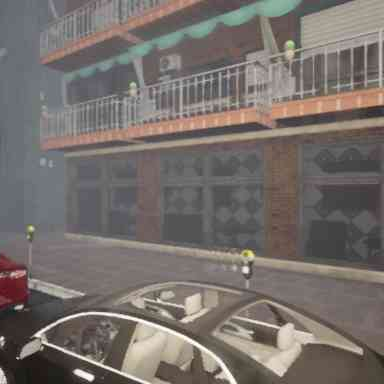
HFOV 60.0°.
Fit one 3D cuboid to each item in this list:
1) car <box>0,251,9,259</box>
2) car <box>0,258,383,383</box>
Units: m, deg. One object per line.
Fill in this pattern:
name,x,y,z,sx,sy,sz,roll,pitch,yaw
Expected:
car,-4.934,1.534,6.398,4.507,1.381,1.887,0,0,36
car,-0.325,1.548,3.108,4.403,1.369,2.008,0,0,36
